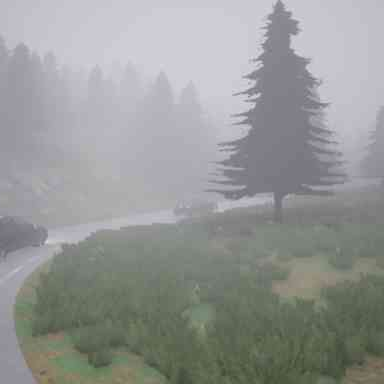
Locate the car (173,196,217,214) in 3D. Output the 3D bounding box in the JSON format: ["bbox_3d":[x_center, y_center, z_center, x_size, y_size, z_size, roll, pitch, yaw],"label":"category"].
[{"bbox_3d":[0.358,1.155,30.329,2.097,1.767,4.553,0,4,39],"label":"car"}]

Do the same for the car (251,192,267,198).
[{"bbox_3d":[9.580,-0.011,46.293,1.812,1.442,4.674,0,4,44],"label":"car"}]

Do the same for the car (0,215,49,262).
[{"bbox_3d":[-7.082,1.559,12.076,2.033,1.411,5.357,1,0,-2],"label":"car"}]
